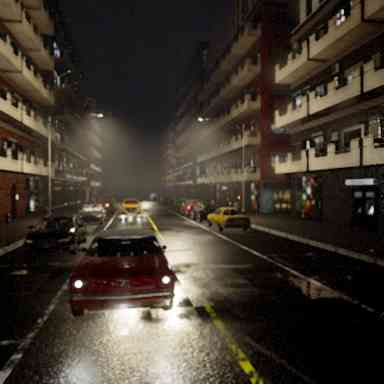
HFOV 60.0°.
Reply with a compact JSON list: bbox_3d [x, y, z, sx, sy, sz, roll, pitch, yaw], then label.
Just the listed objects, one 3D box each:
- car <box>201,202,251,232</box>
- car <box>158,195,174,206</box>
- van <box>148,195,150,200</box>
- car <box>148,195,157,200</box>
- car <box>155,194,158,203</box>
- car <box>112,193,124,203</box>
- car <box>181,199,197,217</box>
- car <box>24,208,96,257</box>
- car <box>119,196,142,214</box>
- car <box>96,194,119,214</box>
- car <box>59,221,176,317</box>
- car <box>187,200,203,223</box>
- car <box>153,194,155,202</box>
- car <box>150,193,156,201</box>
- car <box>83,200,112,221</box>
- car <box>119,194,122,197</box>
[{"bbox_3d":[2.081,1.497,20.089,1.752,1.417,4.829,-1,0,-10],"label":"car"},{"bbox_3d":[-3.894,1.499,52.993,1.947,1.339,4.313,-1,0,-10],"label":"car"},{"bbox_3d":[-9.903,1.238,86.064,1.690,1.788,3.998,-1,0,-10],"label":"van"},{"bbox_3d":[-10.901,1.442,91.576,2.008,1.369,4.403,-1,0,-10],"label":"car"},{"bbox_3d":[-4.896,1.477,58.506,2.008,1.369,4.403,-1,0,-10],"label":"car"},{"bbox_3d":[-15.151,1.234,68.059,2.192,1.841,5.009,-1,0,-10],"label":"car"},{"bbox_3d":[0.108,1.399,30.945,1.967,1.590,4.097,-1,0,-10],"label":"car"},{"bbox_3d":[-5.138,1.535,12.941,2.008,1.369,4.403,-1,0,-10],"label":"car"},{"bbox_3d":[-6.278,1.435,34.328,1.882,1.535,5.008,0,0,-10],"label":"car"},{"bbox_3d":[-9.145,1.272,34.988,2.192,1.841,5.009,-1,0,-10],"label":"car"},{"bbox_3d":[-1.538,1.591,7.691,1.895,1.301,4.718,0,0,-10],"label":"car"},{"bbox_3d":[1.111,1.531,25.434,1.947,1.339,4.313,-1,0,-10],"label":"car"},{"bbox_3d":[-5.927,1.445,64.185,1.752,1.417,4.829,-1,0,-10],"label":"car"},{"bbox_3d":[-7.900,1.348,75.041,1.967,1.590,4.097,-1,0,-10],"label":"car"},{"bbox_3d":[-7.140,1.521,23.965,2.008,1.369,4.403,-1,0,-10],"label":"car"},{"bbox_3d":[-14.147,1.476,62.548,2.008,1.369,4.403,-1,0,-10],"label":"car"}]
